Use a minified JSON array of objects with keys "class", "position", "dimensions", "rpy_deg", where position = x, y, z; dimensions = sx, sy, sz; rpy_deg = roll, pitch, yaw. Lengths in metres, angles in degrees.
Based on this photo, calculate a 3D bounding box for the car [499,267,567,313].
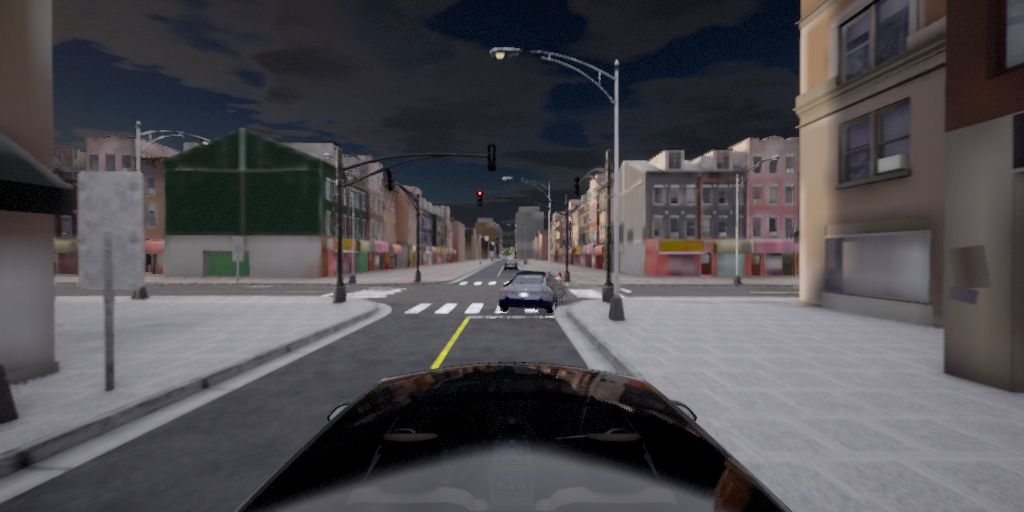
[{"class":"car","position":[0.911,1.278,14.073],"dimensions":[1.994,1.385,4.181],"rpy_deg":[0,0,15]}]

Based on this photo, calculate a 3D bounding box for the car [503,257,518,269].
[{"class":"car","position":[-0.138,1.186,45.731],"dimensions":[1.948,1.339,4.313],"rpy_deg":[0,0,0]}]
